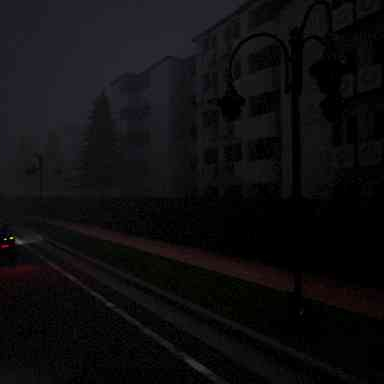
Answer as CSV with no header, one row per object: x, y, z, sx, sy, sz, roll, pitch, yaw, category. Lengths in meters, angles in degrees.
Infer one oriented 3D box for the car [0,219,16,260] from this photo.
-7.681,1.661,12.194,1.812,1.442,4.674,0,0,-35,car
